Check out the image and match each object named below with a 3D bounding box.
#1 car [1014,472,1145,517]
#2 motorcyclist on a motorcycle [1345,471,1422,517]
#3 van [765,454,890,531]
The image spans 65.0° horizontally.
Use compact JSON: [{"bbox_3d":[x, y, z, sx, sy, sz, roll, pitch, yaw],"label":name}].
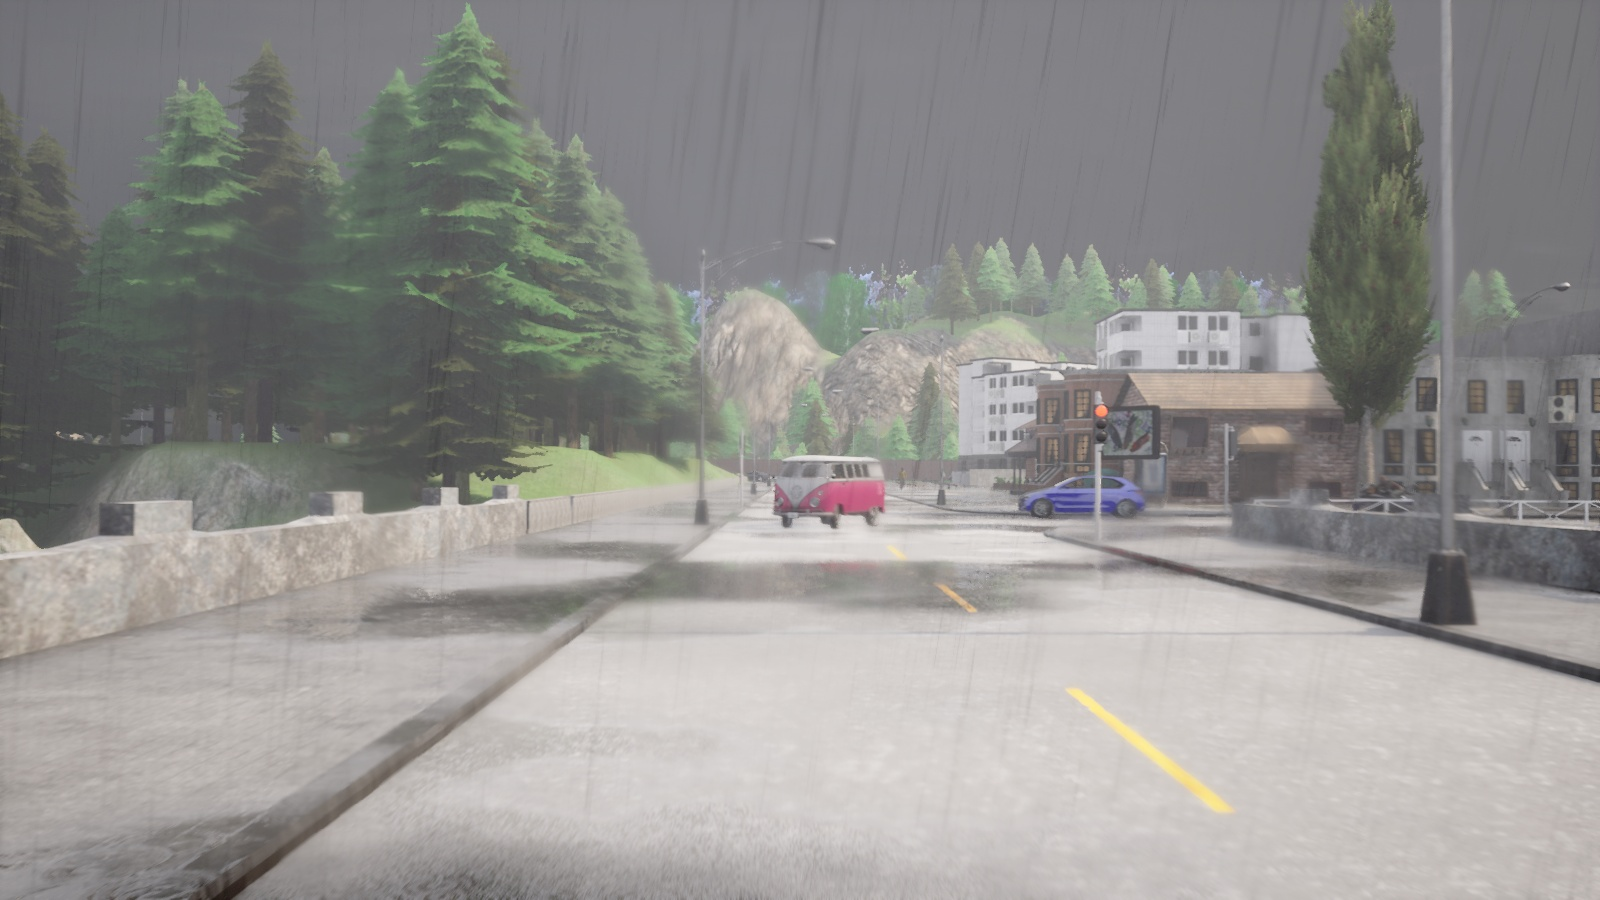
[{"bbox_3d":[9.431,1.503,42.618,4.193,1.474,1.816,0,-1,8],"label":"car"},{"bbox_3d":[19.650,1.479,42.317,2.191,1.530,0.866,0,-1,0],"label":"motorcyclist on a motorcycle"},{"bbox_3d":[0.834,1.147,34.854,1.775,1.987,4.442,-1,-1,25],"label":"van"}]
